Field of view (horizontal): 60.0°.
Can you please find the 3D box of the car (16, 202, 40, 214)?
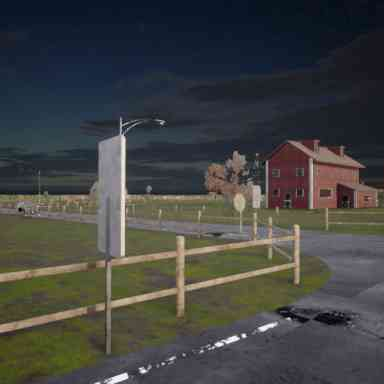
[{"bbox_3d":[-23.470,2.213,47.529,2.097,1.767,4.553,0,-1,-43],"label":"car"}]
